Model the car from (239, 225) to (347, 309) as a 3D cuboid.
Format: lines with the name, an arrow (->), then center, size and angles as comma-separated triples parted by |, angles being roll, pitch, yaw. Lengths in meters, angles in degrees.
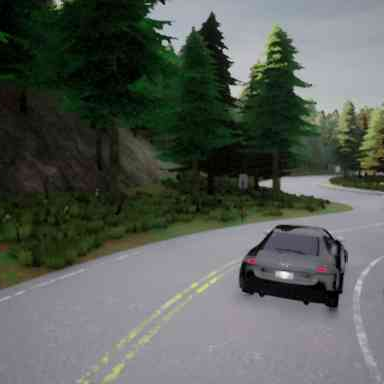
car -> 2.600, 1.488, 8.030 | 1.994, 1.385, 4.181 | 2, 2, 26
